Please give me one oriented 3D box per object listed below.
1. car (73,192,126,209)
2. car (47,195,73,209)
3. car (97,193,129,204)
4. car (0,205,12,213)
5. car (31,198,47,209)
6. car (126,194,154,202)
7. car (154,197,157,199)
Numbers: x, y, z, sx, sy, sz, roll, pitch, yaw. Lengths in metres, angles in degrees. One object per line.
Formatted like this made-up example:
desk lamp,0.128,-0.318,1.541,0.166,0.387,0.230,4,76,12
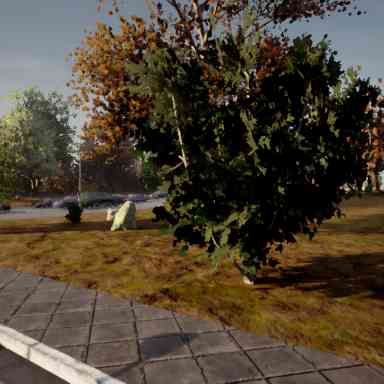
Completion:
car,-11.474,0.979,41.725,2.150,2.045,5.566,0,2,39
car,-15.490,1.179,42.650,2.097,1.767,4.553,0,2,39
car,-12.338,1.009,52.076,1.812,1.442,4.674,0,2,39
car,-21.768,1.646,34.901,1.895,1.301,4.718,0,1,39
car,-18.552,1.401,44.433,2.033,1.411,5.357,0,2,39
car,-8.798,0.959,50.901,2.033,1.411,5.357,0,3,39
car,-5.781,0.465,60.108,2.128,1.511,4.902,0,3,40
